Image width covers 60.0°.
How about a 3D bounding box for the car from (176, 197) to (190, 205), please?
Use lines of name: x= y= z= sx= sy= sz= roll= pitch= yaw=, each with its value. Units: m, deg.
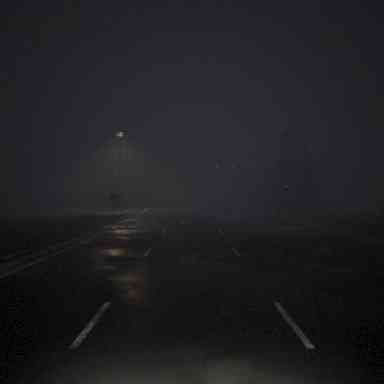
car: x=-1.873 y=2.232 z=76.989 sx=2.128 sy=1.511 sz=4.902 roll=0 pitch=-1 yaw=0
